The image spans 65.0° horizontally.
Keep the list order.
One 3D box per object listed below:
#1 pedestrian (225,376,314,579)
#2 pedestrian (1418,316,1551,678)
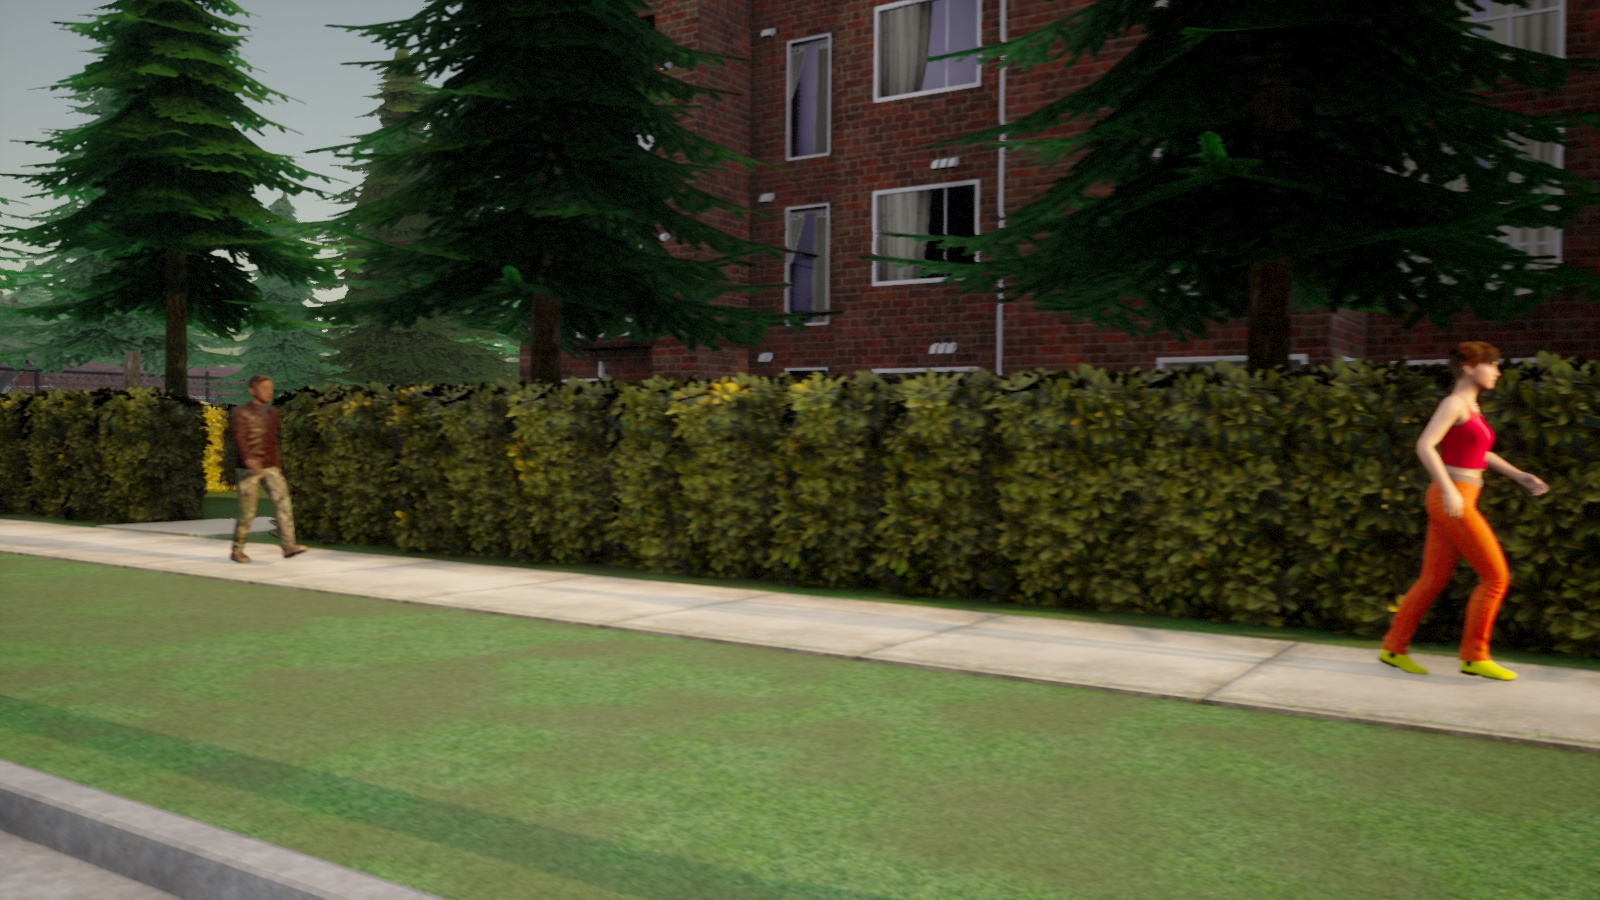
[{"bbox_3d":[-4.958,0.245,11.734,0.703,1.840,0.431,0,1,34],"label":"pedestrian"},{"bbox_3d":[3.640,0.236,6.678,0.594,1.836,0.345,0,1,34],"label":"pedestrian"}]
